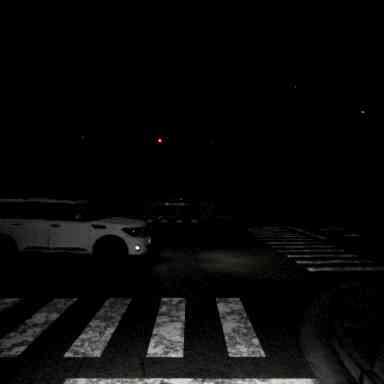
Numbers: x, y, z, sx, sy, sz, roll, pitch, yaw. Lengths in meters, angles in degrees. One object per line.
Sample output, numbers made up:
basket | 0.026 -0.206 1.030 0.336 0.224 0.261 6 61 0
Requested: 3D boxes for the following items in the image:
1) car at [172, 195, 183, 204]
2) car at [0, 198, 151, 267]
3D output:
car | -2.967 1.498 69.308 2.097 1.767 4.553 0 0 0
car | -4.174 1.220 10.959 5.566 2.045 2.150 1 -1 0
